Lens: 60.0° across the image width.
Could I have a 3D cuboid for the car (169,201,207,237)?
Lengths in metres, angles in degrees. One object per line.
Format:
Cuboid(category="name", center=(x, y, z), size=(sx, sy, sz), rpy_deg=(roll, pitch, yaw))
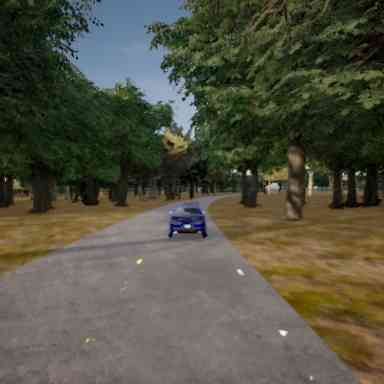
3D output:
Cuboid(category="car", center=(-0.238, 1.475, 18.236), size=(1.882, 1.535, 5.008), rpy_deg=(0, 0, -1))
